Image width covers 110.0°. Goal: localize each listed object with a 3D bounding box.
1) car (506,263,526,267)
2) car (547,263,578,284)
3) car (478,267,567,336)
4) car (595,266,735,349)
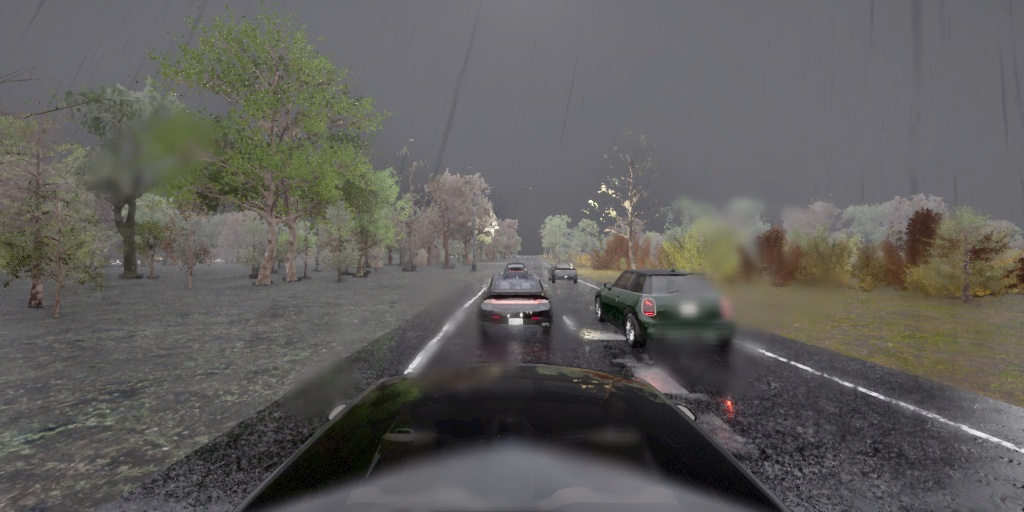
[{"bbox_3d":[0.304,1.259,27.608,1.837,1.490,4.892,0,0,1],"label":"car"},{"bbox_3d":[3.800,1.245,27.336,2.128,1.511,4.902,0,0,1],"label":"car"},{"bbox_3d":[0.101,1.243,10.395,2.128,1.511,4.902,0,0,0],"label":"car"},{"bbox_3d":[3.598,1.103,9.359,2.097,1.767,4.553,0,0,1],"label":"car"}]
